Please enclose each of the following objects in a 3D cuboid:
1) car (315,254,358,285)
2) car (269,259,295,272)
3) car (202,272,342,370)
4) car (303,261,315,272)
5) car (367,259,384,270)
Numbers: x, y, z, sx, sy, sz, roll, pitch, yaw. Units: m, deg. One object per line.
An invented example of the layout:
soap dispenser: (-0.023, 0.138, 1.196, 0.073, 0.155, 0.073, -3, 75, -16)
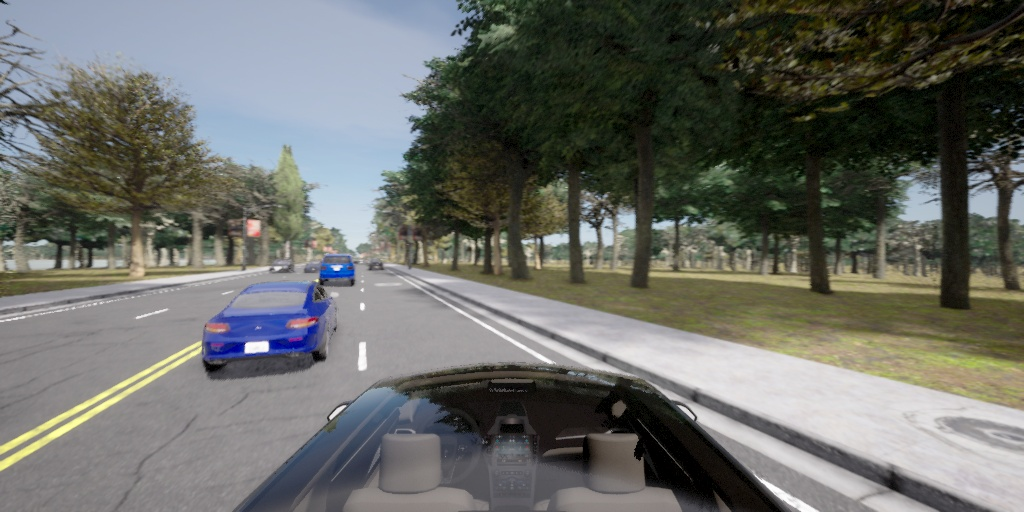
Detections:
car: (-12.108, 0.912, 25.153, 2.150, 2.045, 5.566, 0, 0, -23)
car: (-25.403, 1.137, 39.715, 2.128, 1.511, 4.902, 0, 0, -22)
car: (-4.848, 1.247, 7.702, 1.812, 1.442, 4.674, 0, 0, -23)
car: (-22.377, 1.228, 40.909, 1.994, 1.385, 4.181, 0, 0, -22)
car: (-19.241, 1.213, 50.752, 1.837, 1.490, 4.892, 0, 0, -23)
